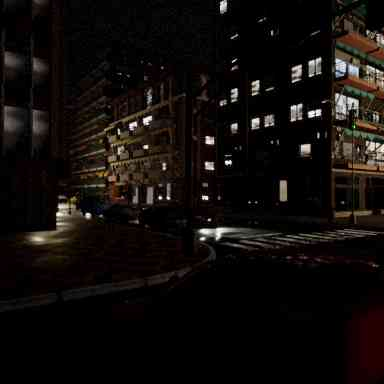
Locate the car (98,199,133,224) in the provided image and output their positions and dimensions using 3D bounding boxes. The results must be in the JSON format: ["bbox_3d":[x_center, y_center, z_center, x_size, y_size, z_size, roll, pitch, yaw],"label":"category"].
[{"bbox_3d":[-4.963,1.459,24.242,1.752,1.417,4.829,0,0,-36],"label":"car"}]

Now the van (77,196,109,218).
[{"bbox_3d":[-8.367,1.265,28.981,1.690,1.788,3.998,0,0,-36],"label":"van"}]

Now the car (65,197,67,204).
[{"bbox_3d":[-21.491,1.447,61.605,1.752,1.417,4.829,0,0,-36],"label":"car"}]

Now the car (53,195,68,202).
[{"bbox_3d":[-28.001,1.360,70.665,1.967,1.590,4.097,0,0,-36],"label":"car"}]

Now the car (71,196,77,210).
[{"bbox_3d":[-12.068,1.428,38.587,1.837,1.490,4.892,0,0,-35],"label":"car"}]

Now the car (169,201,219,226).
[{"bbox_3d":[-0.100,1.518,21.903,1.994,1.385,4.181,0,0,-36],"label":"car"}]

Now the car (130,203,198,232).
[{"bbox_3d":[-1.759,1.526,19.781,1.802,1.307,4.206,0,0,-36],"label":"car"}]

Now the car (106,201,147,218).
[{"bbox_3d":[-5.999,1.538,30.120,1.895,1.301,4.718,0,0,-36],"label":"car"}]

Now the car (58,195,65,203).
[{"bbox_3d":[-24.448,1.456,61.261,2.033,1.411,5.357,0,0,-35],"label":"car"}]

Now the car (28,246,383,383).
[{"bbox_3d":[0.838,1.477,3.879,5.008,1.535,1.882,0,0,-32],"label":"car"}]
